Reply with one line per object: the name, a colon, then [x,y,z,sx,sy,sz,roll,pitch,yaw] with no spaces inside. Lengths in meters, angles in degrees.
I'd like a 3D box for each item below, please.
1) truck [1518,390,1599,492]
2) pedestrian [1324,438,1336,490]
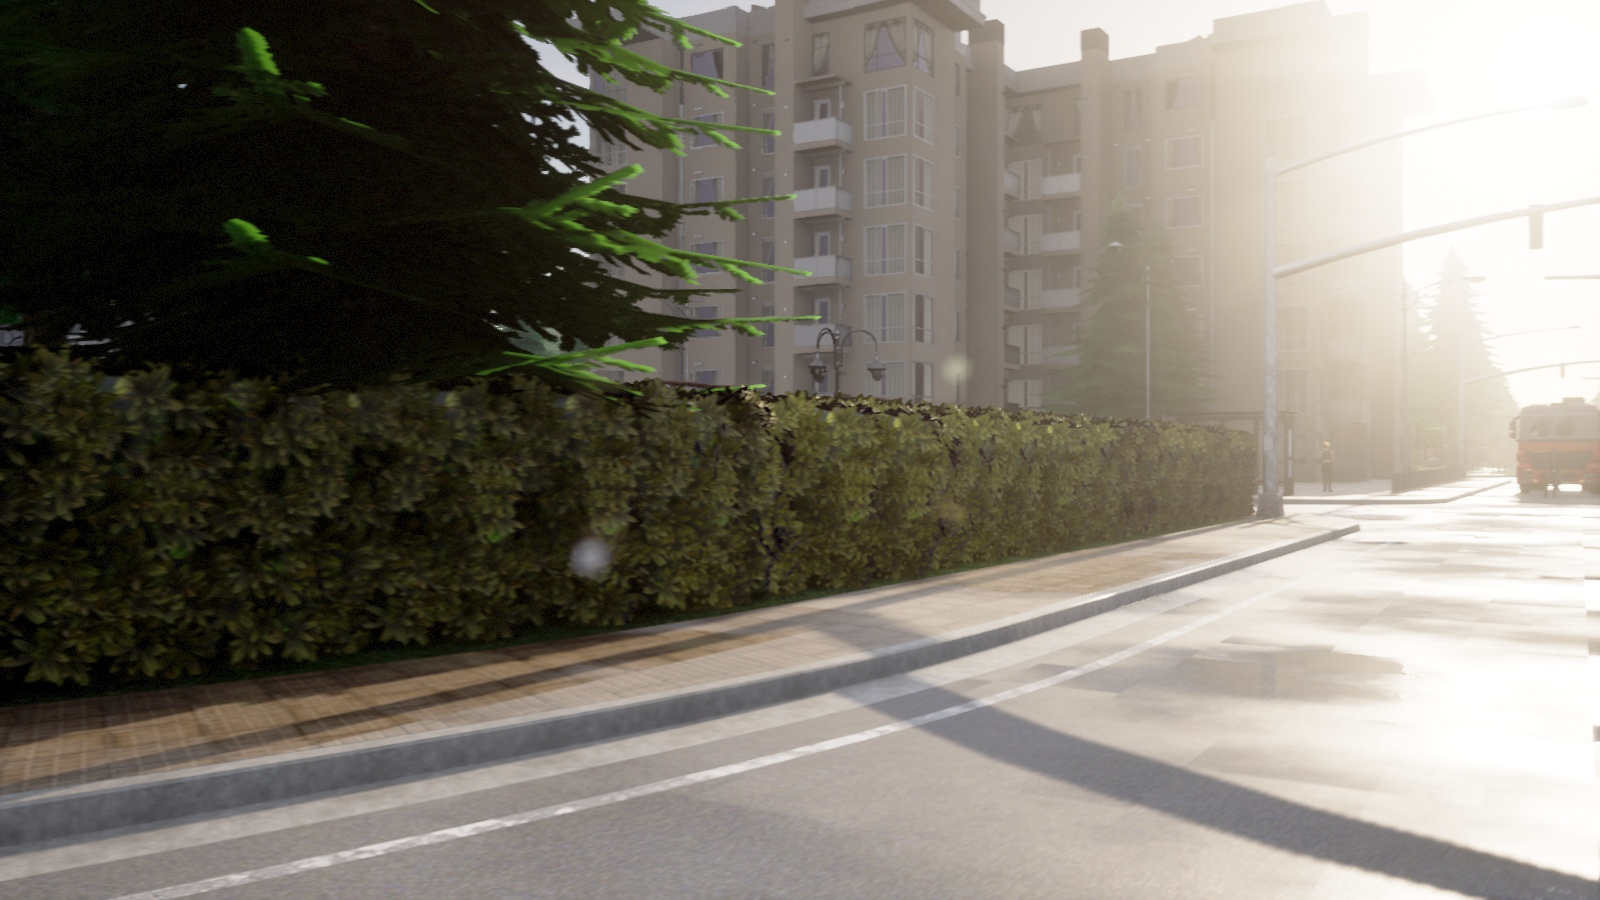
truck: [31.205,-0.324,51.208,2.891,3.827,8.468,0,0,33]
pedestrian: [19.084,0.501,45.226,0.345,1.836,0.594,0,0,20]
